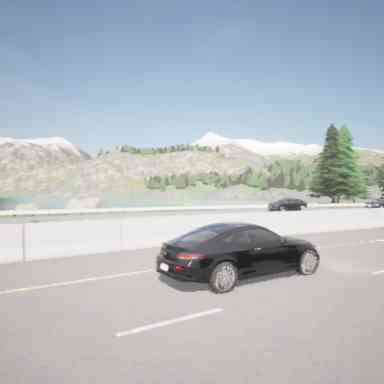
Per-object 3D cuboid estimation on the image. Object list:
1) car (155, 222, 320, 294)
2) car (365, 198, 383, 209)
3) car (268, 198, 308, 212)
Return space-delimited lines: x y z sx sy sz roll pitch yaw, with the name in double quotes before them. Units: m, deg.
"car" 1.311 1.509 8.696 4.674 1.442 1.812 0 0 -33
"car" 22.510 1.458 38.885 4.902 1.511 2.128 0 0 -20
"car" 10.910 1.448 37.909 4.892 1.490 1.837 0 0 -24
